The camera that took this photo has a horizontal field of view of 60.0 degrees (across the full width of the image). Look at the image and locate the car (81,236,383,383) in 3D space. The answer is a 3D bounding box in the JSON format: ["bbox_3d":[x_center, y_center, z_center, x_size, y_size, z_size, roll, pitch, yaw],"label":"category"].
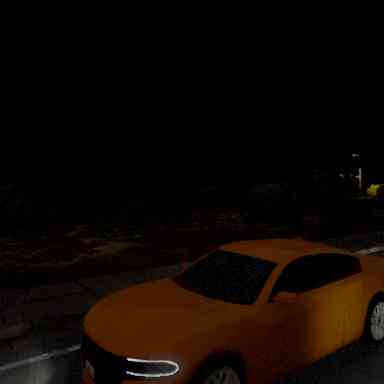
[{"bbox_3d":[1.018,1.464,4.744,5.008,1.535,1.882,0,0,-36],"label":"car"}]
